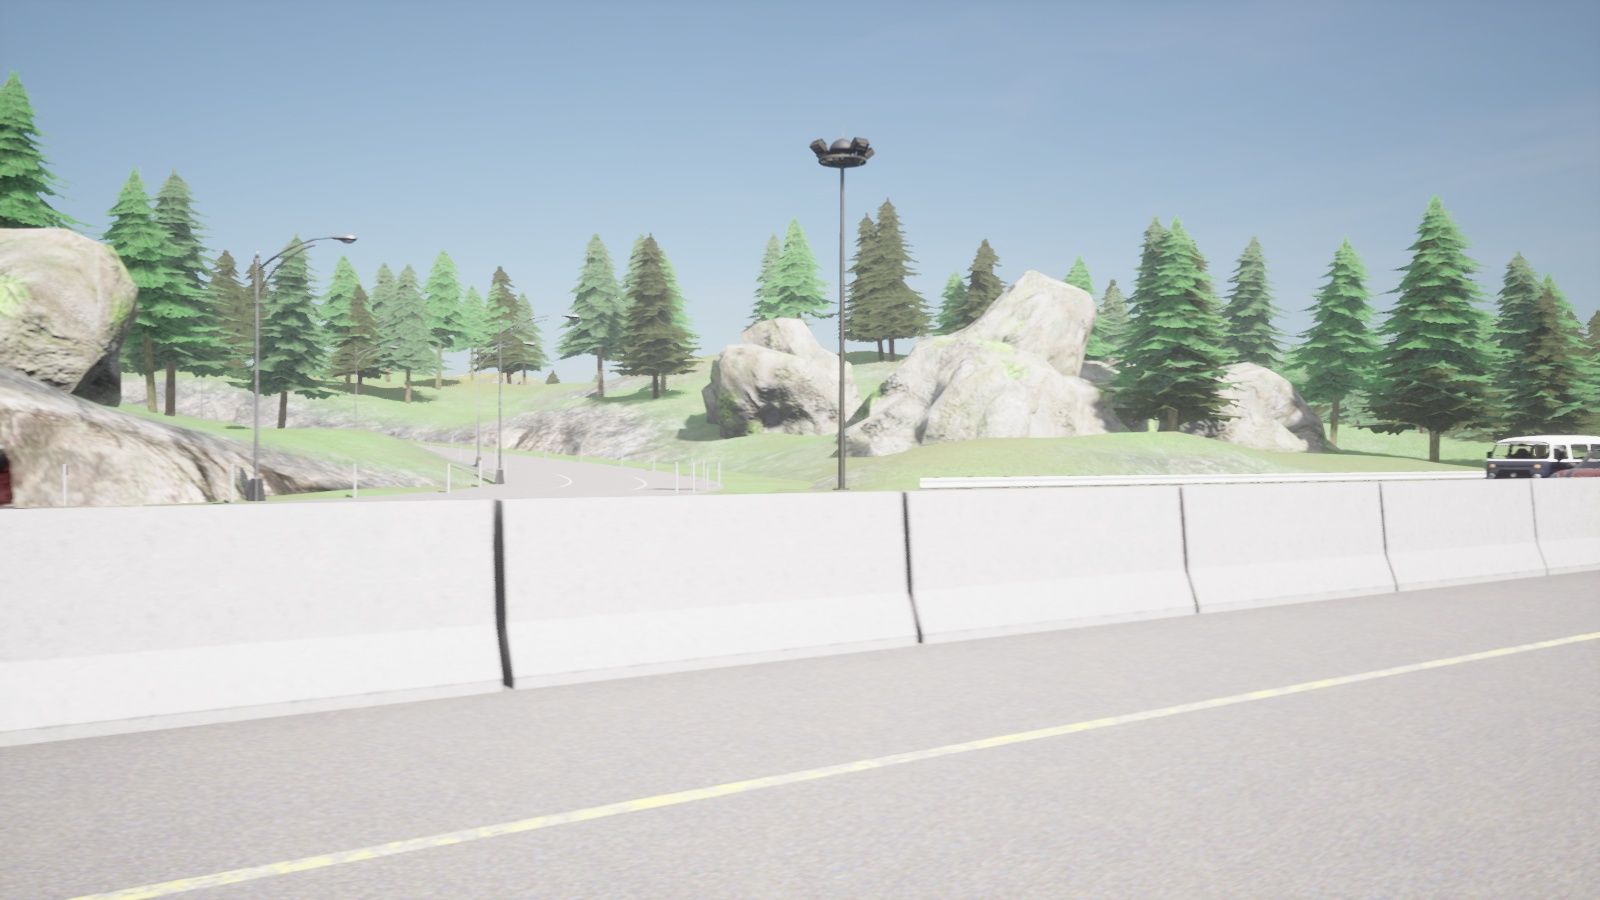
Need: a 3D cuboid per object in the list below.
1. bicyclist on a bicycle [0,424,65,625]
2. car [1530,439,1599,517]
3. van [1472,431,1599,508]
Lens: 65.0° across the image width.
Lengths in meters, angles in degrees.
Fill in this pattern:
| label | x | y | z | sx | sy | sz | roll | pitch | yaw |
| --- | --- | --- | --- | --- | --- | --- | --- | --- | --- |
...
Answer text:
| label | x | y | z | sx | sy | sz | roll | pitch | yaw |
| --- | --- | --- | --- | --- | --- | --- | --- | --- | --- |
| bicyclist on a bicycle | -7.620 | 0.659 | 11.149 | 1.843 | 1.776 | 0.659 | 0 | 0 | -35 |
| car | 19.785 | 0.636 | 30.223 | 4.553 | 1.767 | 2.097 | 0 | 0 | -35 |
| van | 21.196 | 0.510 | 35.470 | 4.480 | 2.038 | 2.069 | 0 | 0 | -35 |
